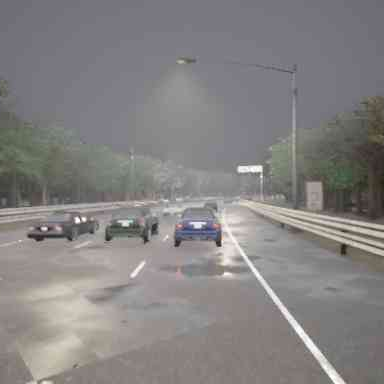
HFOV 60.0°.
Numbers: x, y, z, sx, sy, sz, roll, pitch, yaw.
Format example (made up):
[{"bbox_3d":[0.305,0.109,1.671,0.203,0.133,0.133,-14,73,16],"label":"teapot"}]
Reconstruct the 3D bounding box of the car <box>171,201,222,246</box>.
[{"bbox_3d":[0.340,1.503,16.399,2.097,1.767,4.553,0,-1,2],"label":"car"}]

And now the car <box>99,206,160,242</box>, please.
[{"bbox_3d":[-2.988,1.519,17.457,2.097,1.767,4.553,0,-1,2],"label":"car"}]

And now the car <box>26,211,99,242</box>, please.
[{"bbox_3d":[-6.523,1.723,17.455,2.033,1.411,5.357,0,-1,2],"label":"car"}]

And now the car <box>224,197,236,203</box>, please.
[{"bbox_3d":[9.699,2.265,87.936,2.128,1.511,4.902,0,0,13],"label":"car"}]

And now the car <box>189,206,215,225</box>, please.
[{"bbox_3d":[0.906,1.849,27.243,1.895,1.301,4.718,0,-1,4],"label":"car"}]

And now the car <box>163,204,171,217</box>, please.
[{"bbox_3d":[-1.818,1.932,35.690,1.895,1.301,4.718,0,-1,5],"label":"car"}]
